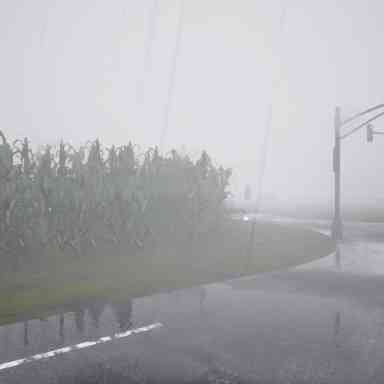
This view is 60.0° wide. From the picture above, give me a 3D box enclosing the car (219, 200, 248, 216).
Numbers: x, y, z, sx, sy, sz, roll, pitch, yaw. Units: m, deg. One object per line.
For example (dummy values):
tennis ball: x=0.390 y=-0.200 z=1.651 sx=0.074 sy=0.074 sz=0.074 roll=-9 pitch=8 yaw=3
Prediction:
car: x=3.143 y=1.501 z=31.939 sx=2.033 sy=1.411 sz=5.357 roll=1 pitch=0 yaw=-26
